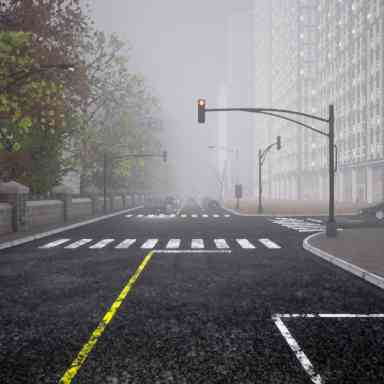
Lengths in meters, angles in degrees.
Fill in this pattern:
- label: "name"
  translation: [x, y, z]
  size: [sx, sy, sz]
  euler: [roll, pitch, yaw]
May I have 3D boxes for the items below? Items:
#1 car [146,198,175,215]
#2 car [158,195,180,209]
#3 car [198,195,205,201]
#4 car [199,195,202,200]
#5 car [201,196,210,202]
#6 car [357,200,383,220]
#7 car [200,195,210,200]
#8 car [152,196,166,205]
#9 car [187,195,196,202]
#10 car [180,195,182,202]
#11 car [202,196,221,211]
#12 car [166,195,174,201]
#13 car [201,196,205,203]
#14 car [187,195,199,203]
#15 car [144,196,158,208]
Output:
- label: "car"
  translation: [-3.130, 1.578, 33.368]
  size: [1.994, 1.385, 4.181]
  euler: [0, 0, 0]
- label: "car"
  translation: [-3.136, 1.376, 46.796]
  size: [2.097, 1.767, 4.553]
  euler: [0, 0, 0]
- label: "car"
  translation: [2.610, 1.640, 92.237]
  size: [2.008, 1.369, 4.403]
  euler: [0, 0, 0]
- label: "car"
  translation: [3.052, 1.404, 69.828]
  size: [2.097, 1.767, 4.553]
  euler: [0, 0, 0]
- label: "car"
  translation: [3.082, 1.588, 76.858]
  size: [1.812, 1.442, 4.674]
  euler: [0, 0, 0]
- label: "car"
  translation: [14.932, 1.238, 24.769]
  size: [4.892, 1.490, 1.837]
  euler: [-1, 0, 0]
- label: "car"
  translation: [2.645, 1.596, 52.811]
  size: [1.947, 1.339, 4.313]
  euler: [0, 0, 0]
- label: "car"
  translation: [-5.740, 1.477, 58.436]
  size: [1.967, 1.590, 4.097]
  euler: [0, 0, 0]
- label: "car"
  translation: [-0.069, 1.481, 78.830]
  size: [2.033, 1.411, 5.357]
  euler: [0, 0, 0]
- label: "car"
  translation: [-3.126, 1.562, 58.199]
  size: [1.812, 1.442, 4.674]
  euler: [0, 0, 0]
- label: "car"
  translation: [2.654, 1.586, 41.546]
  size: [1.947, 1.339, 4.313]
  euler: [0, 0, 0]
- label: "car"
  translation: [-5.765, 1.624, 86.597]
  size: [1.887, 1.381, 4.507]
  euler: [0, 0, 0]
- label: "car"
  translation: [2.649, 1.591, 47.178]
  size: [1.947, 1.339, 4.313]
  euler: [0, 0, 0]
- label: "car"
  translation: [-0.062, 1.577, 69.246]
  size: [1.812, 1.442, 4.674]
  euler: [0, 0, 0]
- label: "car"
  translation: [-5.731, 1.607, 47.171]
  size: [1.802, 1.307, 4.206]
  euler: [0, 0, 0]
